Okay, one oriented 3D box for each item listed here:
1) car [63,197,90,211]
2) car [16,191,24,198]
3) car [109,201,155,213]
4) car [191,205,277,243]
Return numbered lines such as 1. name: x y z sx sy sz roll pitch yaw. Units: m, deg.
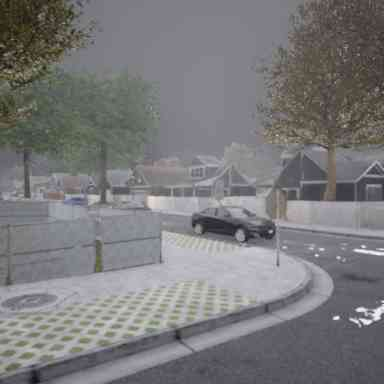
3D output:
1. car: -12.974 1.307 37.243 1.882 1.535 5.008 0 0 -35
2. car: -40.603 1.135 80.837 2.128 1.511 4.902 0 0 -36
3. car: -4.789 1.445 25.735 2.033 1.411 5.357 0 0 -36
4. car: 1.939 1.434 16.314 1.882 1.535 5.008 0 0 -35
